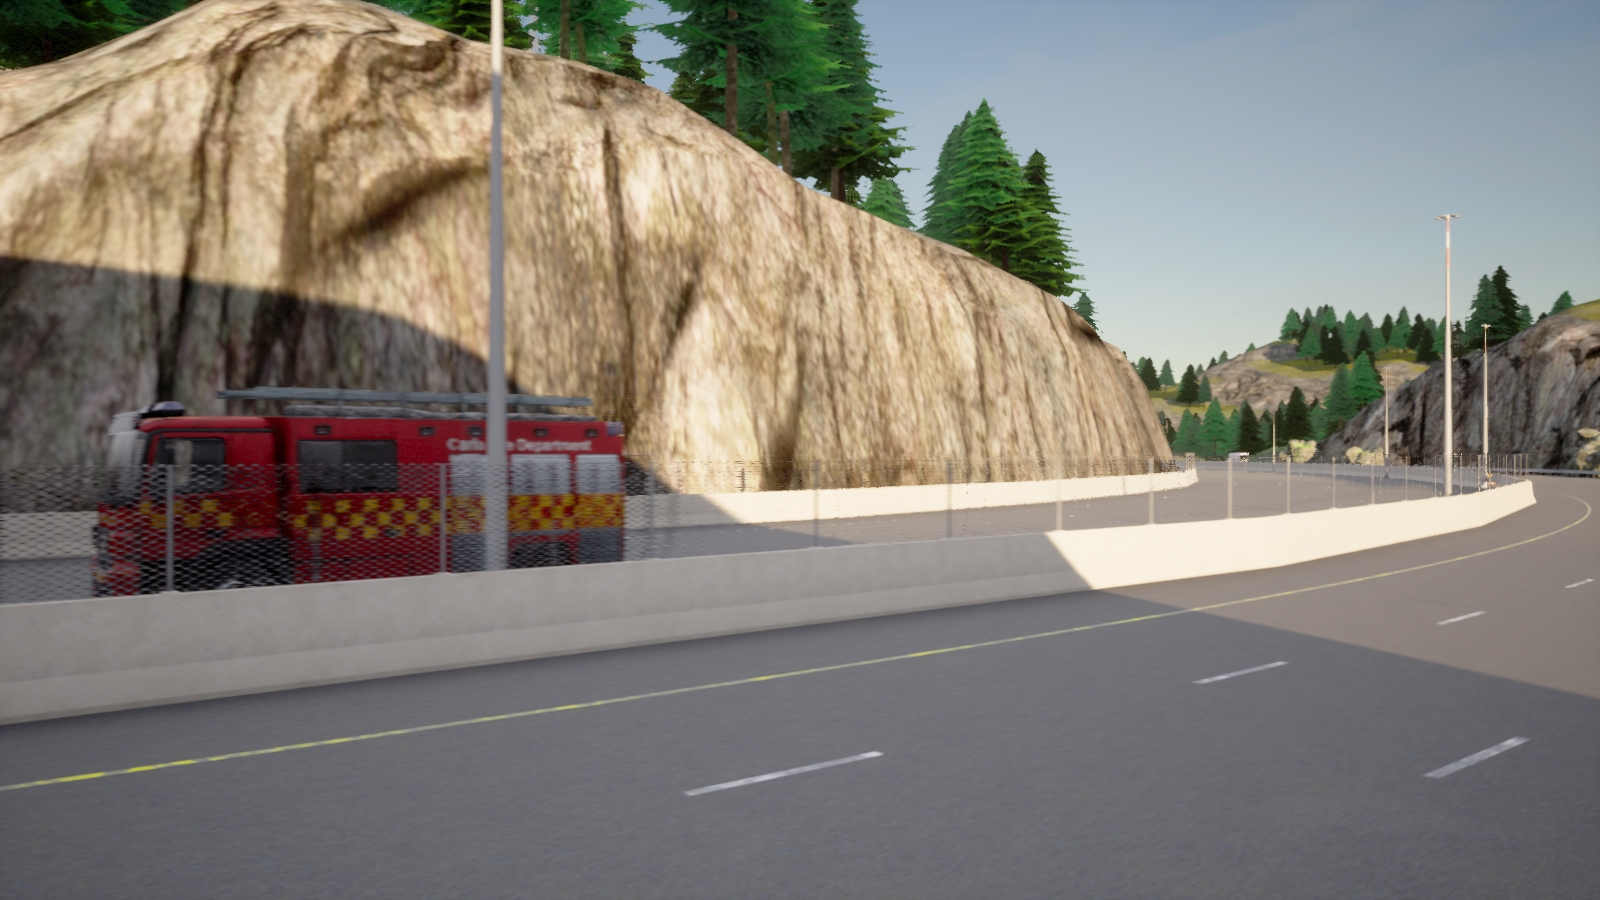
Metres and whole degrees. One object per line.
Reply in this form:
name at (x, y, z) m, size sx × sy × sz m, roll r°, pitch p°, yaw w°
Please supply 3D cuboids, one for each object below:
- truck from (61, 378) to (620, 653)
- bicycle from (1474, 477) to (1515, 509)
truck at (-7.557, 0.916, 19.663) m, size 8.468 × 3.827 × 2.891 m, roll 0°, pitch 0°, yaw -38°
bicycle at (33.755, 2.114, 55.561) m, size 1.643 × 1.514 × 0.373 m, roll -2°, pitch -6°, yaw 38°
